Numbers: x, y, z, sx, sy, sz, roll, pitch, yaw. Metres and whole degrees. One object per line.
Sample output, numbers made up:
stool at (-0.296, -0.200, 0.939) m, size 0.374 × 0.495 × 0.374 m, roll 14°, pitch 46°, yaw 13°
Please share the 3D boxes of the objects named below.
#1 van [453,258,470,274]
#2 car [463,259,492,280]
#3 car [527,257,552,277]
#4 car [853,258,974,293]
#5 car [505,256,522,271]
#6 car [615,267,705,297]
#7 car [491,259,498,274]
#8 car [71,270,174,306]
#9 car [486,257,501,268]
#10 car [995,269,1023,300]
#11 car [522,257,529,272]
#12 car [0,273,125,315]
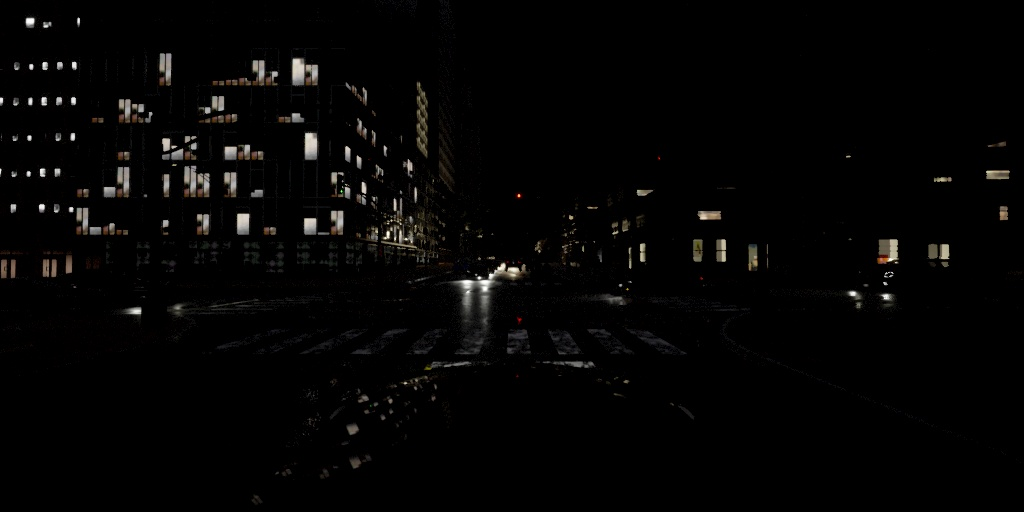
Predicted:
van at (-5.619, 1.096, 40.639) m, size 1.690 × 1.789 × 3.998 m, roll 0°, pitch 0°, yaw 0°
car at (-3.019, 1.280, 32.087) m, size 1.812 × 1.442 × 4.674 m, roll 0°, pitch 0°, yaw -1°
car at (2.751, 1.194, 34.988) m, size 1.967 × 1.591 × 4.097 m, roll 0°, pitch 0°, yaw 0°
car at (20.578, 0.925, 18.556) m, size 4.553 × 1.767 × 2.097 m, roll 0°, pitch -1°, yaw 1°
car at (0.188, 0.977, 49.655) m, size 2.150 × 2.045 × 5.566 m, roll 0°, pitch 0°, yaw 0°
car at (7.394, 1.258, 18.134) m, size 4.181 × 1.385 × 1.994 m, roll -1°, pitch 0°, yaw -7°
car at (-3.025, 1.319, 42.036) m, size 1.994 × 1.385 × 4.181 m, roll 0°, pitch 0°, yaw 0°
car at (-17.868, 1.359, 15.798) m, size 5.008 × 1.535 × 1.882 m, roll -1°, pitch -1°, yaw 1°
car at (-3.005, 1.303, 52.316) m, size 2.033 × 1.411 × 5.357 m, roll 0°, pitch 0°, yaw 0°
car at (20.709, 0.994, 12.751) m, size 4.829 × 1.417 × 1.751 m, roll 0°, pitch 0°, yaw 1°
car at (2.772, 1.070, 46.336) m, size 2.192 × 1.841 × 5.009 m, roll 0°, pitch 0°, yaw 0°
car at (-17.399, 1.412, 13.186) m, size 4.207 × 1.307 × 1.802 m, roll 0°, pitch 0°, yaw 1°
